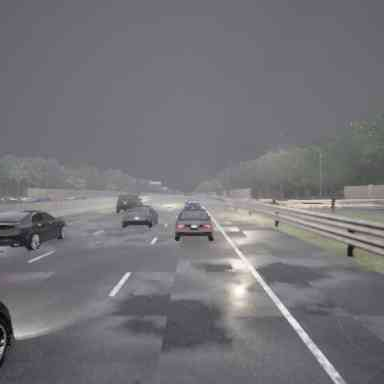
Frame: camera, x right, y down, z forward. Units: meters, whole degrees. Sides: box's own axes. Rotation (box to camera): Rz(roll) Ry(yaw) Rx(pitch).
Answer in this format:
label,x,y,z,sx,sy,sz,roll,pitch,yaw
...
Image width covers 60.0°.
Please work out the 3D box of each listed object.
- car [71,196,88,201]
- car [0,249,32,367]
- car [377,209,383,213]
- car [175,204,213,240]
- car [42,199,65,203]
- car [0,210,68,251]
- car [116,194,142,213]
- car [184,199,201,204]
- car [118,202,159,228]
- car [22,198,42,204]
label,x,y,z,sx,sy,sz,roll,pitch,yaw
car,-17.515,1.496,51.878,2.097,1.767,4.553,0,0,0
car,-3.401,1.565,2.828,1.994,1.385,4.181,0,0,0
car,20.535,1.411,32.592,1.895,1.301,4.718,0,-2,-19
car,0.095,1.564,17.128,2.033,1.411,5.357,0,0,0
car,-21.015,1.758,51.816,1.895,1.301,4.718,0,0,0
car,-6.904,1.517,14.121,1.837,1.490,4.892,0,0,0
car,-6.911,1.281,37.113,2.150,2.045,5.566,0,0,0
car,0.089,1.592,38.943,1.812,1.442,4.674,0,0,0
car,-3.406,1.589,22.554,1.994,1.385,4.181,0,0,0
car,-24.515,1.612,51.846,1.882,1.535,5.008,0,0,0
